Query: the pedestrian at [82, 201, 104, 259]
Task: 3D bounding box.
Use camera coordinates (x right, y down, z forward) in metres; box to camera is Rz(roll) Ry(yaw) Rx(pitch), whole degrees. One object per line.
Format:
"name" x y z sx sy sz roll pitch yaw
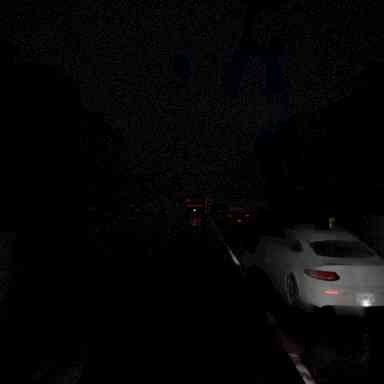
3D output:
"pedestrian" -3.119 1.141 10.484 0.375 1.860 0.375 -1 1 0

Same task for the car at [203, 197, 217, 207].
"car" 2.932 1.595 53.990 2.008 1.369 4.403 -1 0 0

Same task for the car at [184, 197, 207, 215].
"car" 0.290 1.516 34.407 1.837 1.490 4.892 0 0 1

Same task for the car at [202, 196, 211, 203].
"car" 3.025 1.628 70.210 1.887 1.381 4.507 -1 0 0

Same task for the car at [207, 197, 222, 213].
"car" 2.840 1.582 37.772 1.947 1.339 4.313 -1 0 0

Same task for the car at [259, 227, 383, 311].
"car" 2.791 1.525 7.627 1.812 1.442 4.674 0 0 0

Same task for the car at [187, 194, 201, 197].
"car" 0.327 1.248 44.403 2.150 2.045 5.566 0 0 2

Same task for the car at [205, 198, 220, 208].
"car" 2.901 1.578 48.584 1.887 1.381 4.507 -1 0 0

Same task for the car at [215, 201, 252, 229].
"car" 2.748 1.547 21.552 1.887 1.381 4.507 -1 0 0
